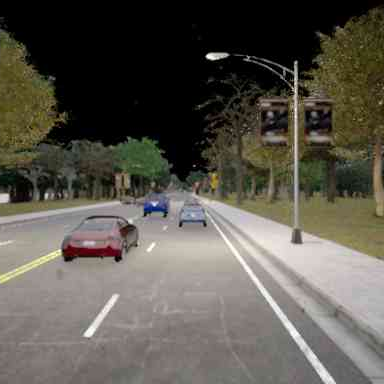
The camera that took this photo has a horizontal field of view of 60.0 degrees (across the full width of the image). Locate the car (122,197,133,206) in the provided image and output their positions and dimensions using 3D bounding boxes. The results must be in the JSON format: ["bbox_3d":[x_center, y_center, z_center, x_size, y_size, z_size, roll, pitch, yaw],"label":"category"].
[{"bbox_3d":[-10.094,1.524,54.563,1.994,1.385,4.181,0,0,0],"label":"car"}]

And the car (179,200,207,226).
[{"bbox_3d":[0.045,1.521,23.229,2.033,1.411,5.357,0,0,0],"label":"car"}]

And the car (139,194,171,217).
[{"bbox_3d":[-3.250,1.190,31.341,2.150,2.045,5.566,0,0,0],"label":"car"}]

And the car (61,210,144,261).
[{"bbox_3d":[-3.169,1.548,12.244,1.994,1.385,4.181,0,0,0],"label":"car"}]

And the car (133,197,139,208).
[{"bbox_3d":[-6.802,1.468,48.004,1.837,1.490,4.892,0,-1,0],"label":"car"}]
